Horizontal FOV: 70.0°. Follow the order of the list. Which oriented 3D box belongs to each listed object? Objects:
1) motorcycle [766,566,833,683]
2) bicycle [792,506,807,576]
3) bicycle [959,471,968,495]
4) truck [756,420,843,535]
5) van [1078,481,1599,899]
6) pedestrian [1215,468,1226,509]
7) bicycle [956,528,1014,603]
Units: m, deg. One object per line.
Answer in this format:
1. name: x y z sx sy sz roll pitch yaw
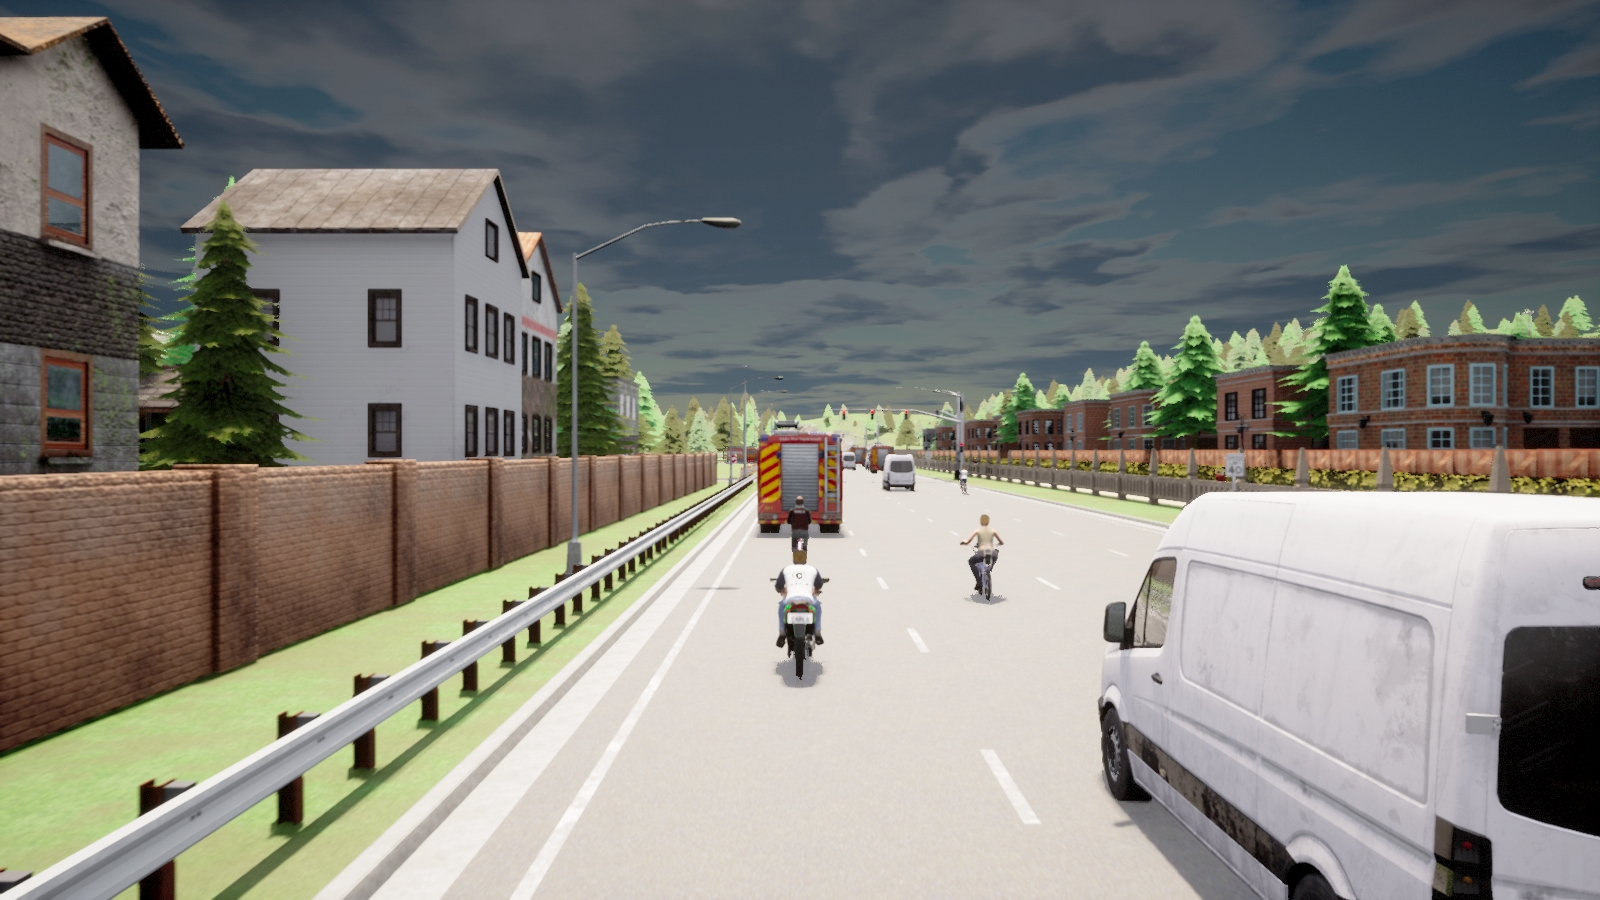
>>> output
1. motorcycle: -0.004 2.197 14.724 0.803 1.199 2.033 0 0 0
2. bicycle: -0.012 2.080 26.380 0.329 1.471 1.835 0 0 0
3. bicycle: 10.487 2.108 73.265 0.373 1.496 1.643 0 0 0
4. truck: -0.012 0.921 42.221 2.891 3.827 8.468 0 0 0
5. van: 3.495 1.539 7.301 1.988 2.561 5.915 0 0 0
6. pedestrian: 19.159 1.739 52.037 0.375 1.860 0.375 0 0 0
7. bicycle: 3.496 2.174 21.735 0.859 1.277 1.487 0 0 0
